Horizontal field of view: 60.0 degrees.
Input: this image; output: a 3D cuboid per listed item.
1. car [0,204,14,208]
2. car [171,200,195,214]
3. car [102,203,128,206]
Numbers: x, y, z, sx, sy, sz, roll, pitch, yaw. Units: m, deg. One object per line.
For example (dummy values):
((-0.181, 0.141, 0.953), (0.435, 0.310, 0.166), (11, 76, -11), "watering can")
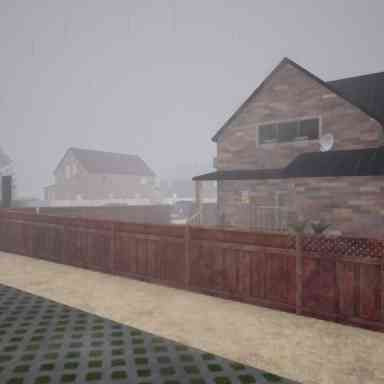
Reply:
((-13.252, 1.579, 21.632), (1.837, 1.490, 4.892), (0, 0, 34), "car")
((-1.086, 1.708, 38.827), (1.837, 1.490, 4.892), (0, 0, 35), "car")
((-7.153, 1.685, 30.304), (2.033, 1.411, 5.357), (0, 0, 35), "car")
